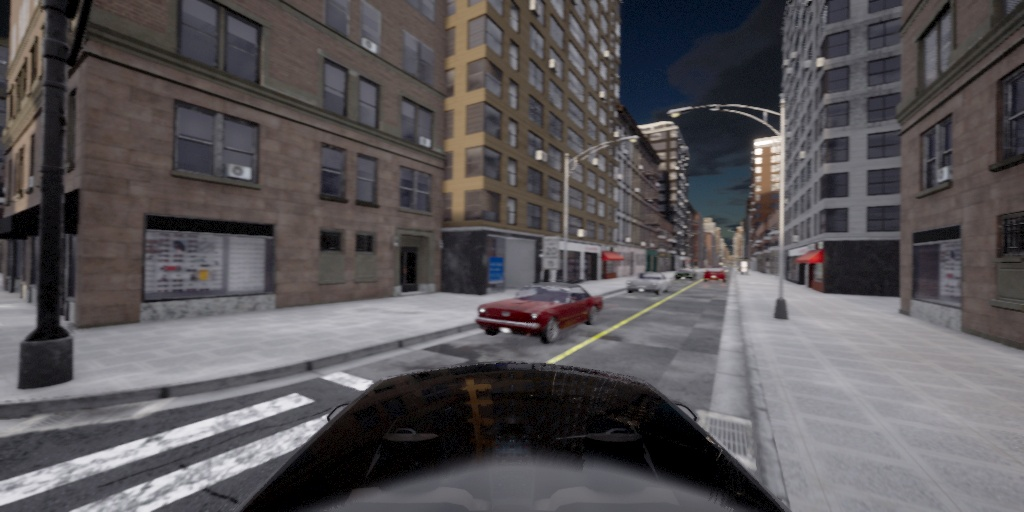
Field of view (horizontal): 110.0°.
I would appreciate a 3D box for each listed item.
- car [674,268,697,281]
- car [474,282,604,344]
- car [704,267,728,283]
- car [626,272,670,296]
[{"bbox_3d":[18.987,2.022,39.188,1.895,1.301,4.718,1,-1,32],"label":"car"},{"bbox_3d":[1.005,1.450,10.188,1.895,1.301,4.718,1,-1,32],"label":"car"},{"bbox_3d":[21.080,1.915,37.200,1.882,1.535,5.008,1,-1,32],"label":"car"},{"bbox_3d":[8.624,1.692,22.549,1.895,1.301,4.718,1,-1,32],"label":"car"}]
